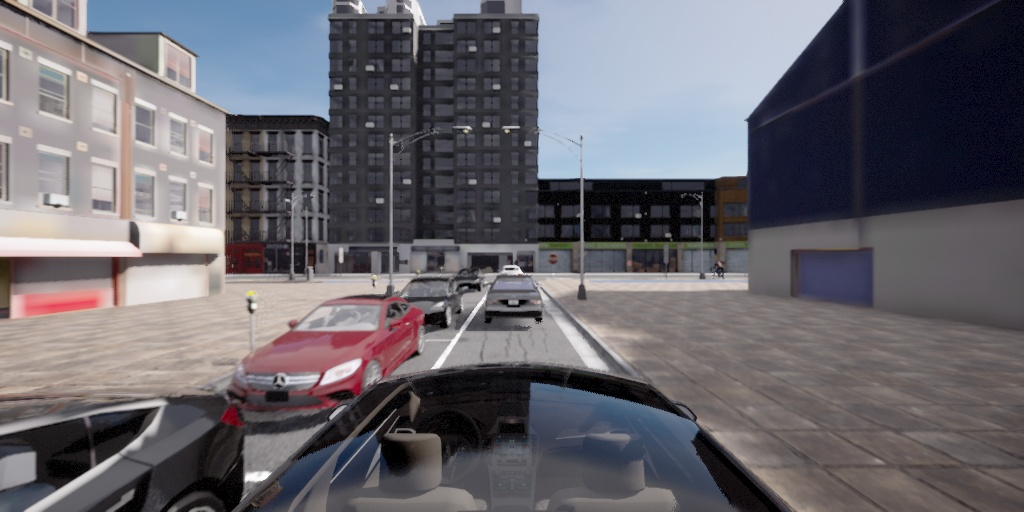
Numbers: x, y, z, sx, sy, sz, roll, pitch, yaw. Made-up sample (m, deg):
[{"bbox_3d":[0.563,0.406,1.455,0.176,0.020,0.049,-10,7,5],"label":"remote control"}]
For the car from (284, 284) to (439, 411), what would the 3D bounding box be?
[{"bbox_3d":[-2.637,1.357,6.127,1.802,1.307,4.207,0,0,0],"label":"car"}]

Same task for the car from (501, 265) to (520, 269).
[{"bbox_3d":[-0.124,1.416,26.804,1.812,1.442,4.674,0,0,-4],"label":"car"}]

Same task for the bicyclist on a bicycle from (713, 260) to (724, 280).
[{"bbox_3d":[17.358,1.182,30.172,0.582,1.620,1.656,0,0,0],"label":"bicyclist on a bicycle"}]

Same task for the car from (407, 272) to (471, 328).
[{"bbox_3d":[-2.637,1.371,11.579,1.948,1.339,4.313,0,0,0],"label":"car"}]

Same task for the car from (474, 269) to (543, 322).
[{"bbox_3d":[0.064,1.358,12.556,2.033,1.411,5.357,0,0,0],"label":"car"}]

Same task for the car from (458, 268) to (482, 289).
[{"bbox_3d":[-2.637,1.432,22.483,1.948,1.339,4.313,0,0,0],"label":"car"}]

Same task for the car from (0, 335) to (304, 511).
[{"bbox_3d":[-2.637,1.310,0.675,1.948,1.339,4.313,0,0,0],"label":"car"}]
